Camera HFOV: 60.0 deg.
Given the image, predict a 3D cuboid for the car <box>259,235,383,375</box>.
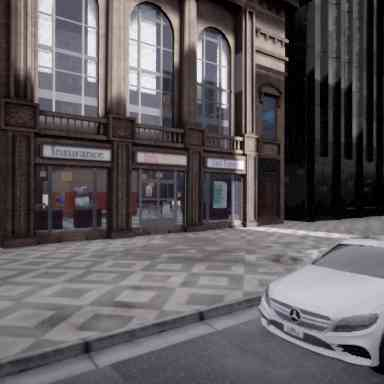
[{"bbox_3d":[3.208,1.528,5.677,4.674,1.442,1.812,0,0,-36],"label":"car"}]
